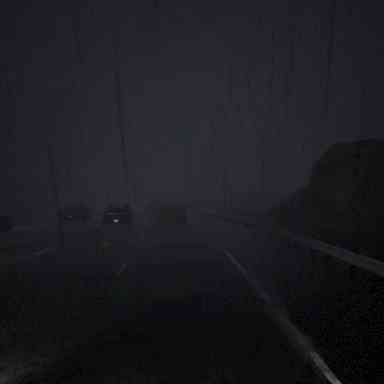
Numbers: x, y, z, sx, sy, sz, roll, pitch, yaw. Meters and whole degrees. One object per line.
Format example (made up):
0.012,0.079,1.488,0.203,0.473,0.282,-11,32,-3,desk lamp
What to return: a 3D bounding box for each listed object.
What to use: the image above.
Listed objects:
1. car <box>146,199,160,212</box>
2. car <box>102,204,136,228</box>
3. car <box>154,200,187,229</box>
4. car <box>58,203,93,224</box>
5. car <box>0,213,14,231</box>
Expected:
-4.610,1.597,41.140,1.882,1.535,5.008,0,0,-12,car
-4.987,1.562,22.876,2.128,1.511,4.902,0,0,-7,car
-1.434,1.541,22.560,1.882,1.535,5.008,0,0,-7,car
-8.889,1.563,25.731,1.882,1.535,5.008,0,0,-8,car
-11.503,1.633,18.267,1.994,1.385,4.181,0,0,-6,car
